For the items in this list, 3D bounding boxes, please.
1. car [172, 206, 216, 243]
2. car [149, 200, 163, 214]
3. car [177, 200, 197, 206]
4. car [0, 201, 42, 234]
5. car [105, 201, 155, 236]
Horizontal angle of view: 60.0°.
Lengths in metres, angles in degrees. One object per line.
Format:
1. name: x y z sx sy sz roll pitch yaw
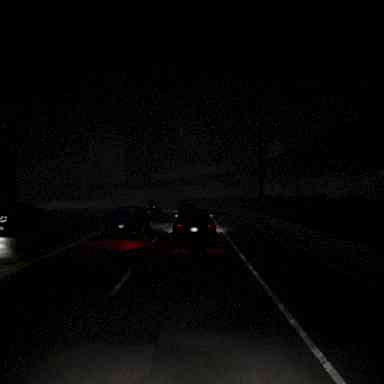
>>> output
1. car: 0.098 1.584 16.270 1.994 1.385 4.181 0 0 0
2. car: -4.236 1.619 36.813 2.033 1.411 5.357 0 -1 -7
3. car: -0.473 1.549 34.048 2.128 1.511 4.902 0 0 -5
4. car: -10.502 1.405 19.053 2.097 1.767 4.553 0 0 0
5. car: -3.405 1.501 18.425 1.882 1.535 5.008 0 0 0
